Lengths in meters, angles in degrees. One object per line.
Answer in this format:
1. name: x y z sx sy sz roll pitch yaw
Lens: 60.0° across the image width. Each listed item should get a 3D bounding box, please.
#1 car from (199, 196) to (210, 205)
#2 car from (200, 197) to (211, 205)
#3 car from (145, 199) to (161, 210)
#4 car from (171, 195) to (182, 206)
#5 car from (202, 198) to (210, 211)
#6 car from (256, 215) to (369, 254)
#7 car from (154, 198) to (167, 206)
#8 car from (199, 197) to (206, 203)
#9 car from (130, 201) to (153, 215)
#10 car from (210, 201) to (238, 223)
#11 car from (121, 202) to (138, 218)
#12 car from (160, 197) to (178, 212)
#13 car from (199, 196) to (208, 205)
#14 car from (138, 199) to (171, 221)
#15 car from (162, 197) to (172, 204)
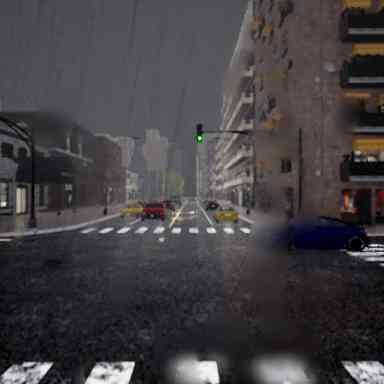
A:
1. car: 2.629 1.709 72.170 2.192 1.841 5.009 0 0 0
2. car: 2.634 1.798 66.472 1.967 1.590 4.097 0 0 0
3. car: -5.731 1.799 49.379 1.887 1.381 4.507 0 0 0
4. car: -3.065 1.553 61.635 2.150 2.045 5.566 0 -1 0
5. car: 2.655 1.788 43.685 1.947 1.339 4.313 0 0 0
6. car: 4.721 1.635 13.311 4.181 1.385 1.994 0 -1 0
7. car: -5.742 1.873 60.771 2.008 1.369 4.403 0 0 0
8. car: 2.617 2.050 83.562 1.802 1.307 4.206 0 0 0
9. car: -5.720 1.736 37.986 1.887 1.381 4.507 0 0 0
10. car: 2.672 1.658 26.766 1.752 1.417 4.829 0 0 0
11. car: -5.714 1.685 32.119 1.752 1.417 4.829 0 0 0
12. car: -3.131 1.726 43.242 1.837 1.490 4.892 0 -1 0
13. car: 2.638 1.873 60.775 2.008 1.369 4.403 0 0 0
14. car: -3.125 1.619 28.527 1.882 1.535 5.008 0 0 0
15. car: -5.757 1.871 77.862 1.967 1.590 4.097 0 0 0
